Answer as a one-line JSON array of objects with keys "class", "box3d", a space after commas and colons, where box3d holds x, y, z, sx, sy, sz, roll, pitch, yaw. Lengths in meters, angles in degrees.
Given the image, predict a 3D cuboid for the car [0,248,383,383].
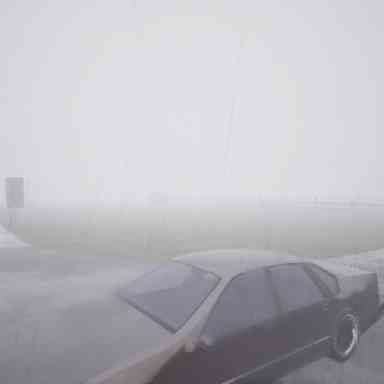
[{"class": "car", "box3d": [0.416, 1.524, 4.279, 5.357, 1.411, 2.033, -1, 1, -35]}]
